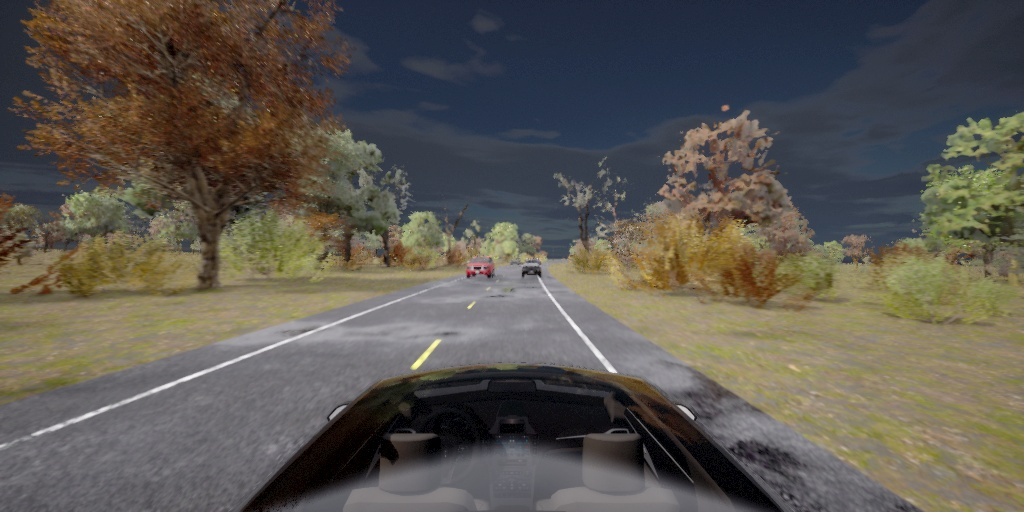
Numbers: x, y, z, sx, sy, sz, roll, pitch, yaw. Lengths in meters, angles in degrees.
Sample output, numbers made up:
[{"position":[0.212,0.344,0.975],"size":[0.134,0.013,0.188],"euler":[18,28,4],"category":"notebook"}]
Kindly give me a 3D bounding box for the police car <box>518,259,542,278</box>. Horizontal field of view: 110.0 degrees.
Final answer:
[{"position":[1.881,1.236,34.727],"size":[1.930,1.638,5.238],"euler":[0,0,3],"category":"police car"}]

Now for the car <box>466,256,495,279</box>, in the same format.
[{"position":[-2.817,1.011,33.155],"size":[2.150,2.045,5.566],"euler":[0,0,3],"category":"car"}]
